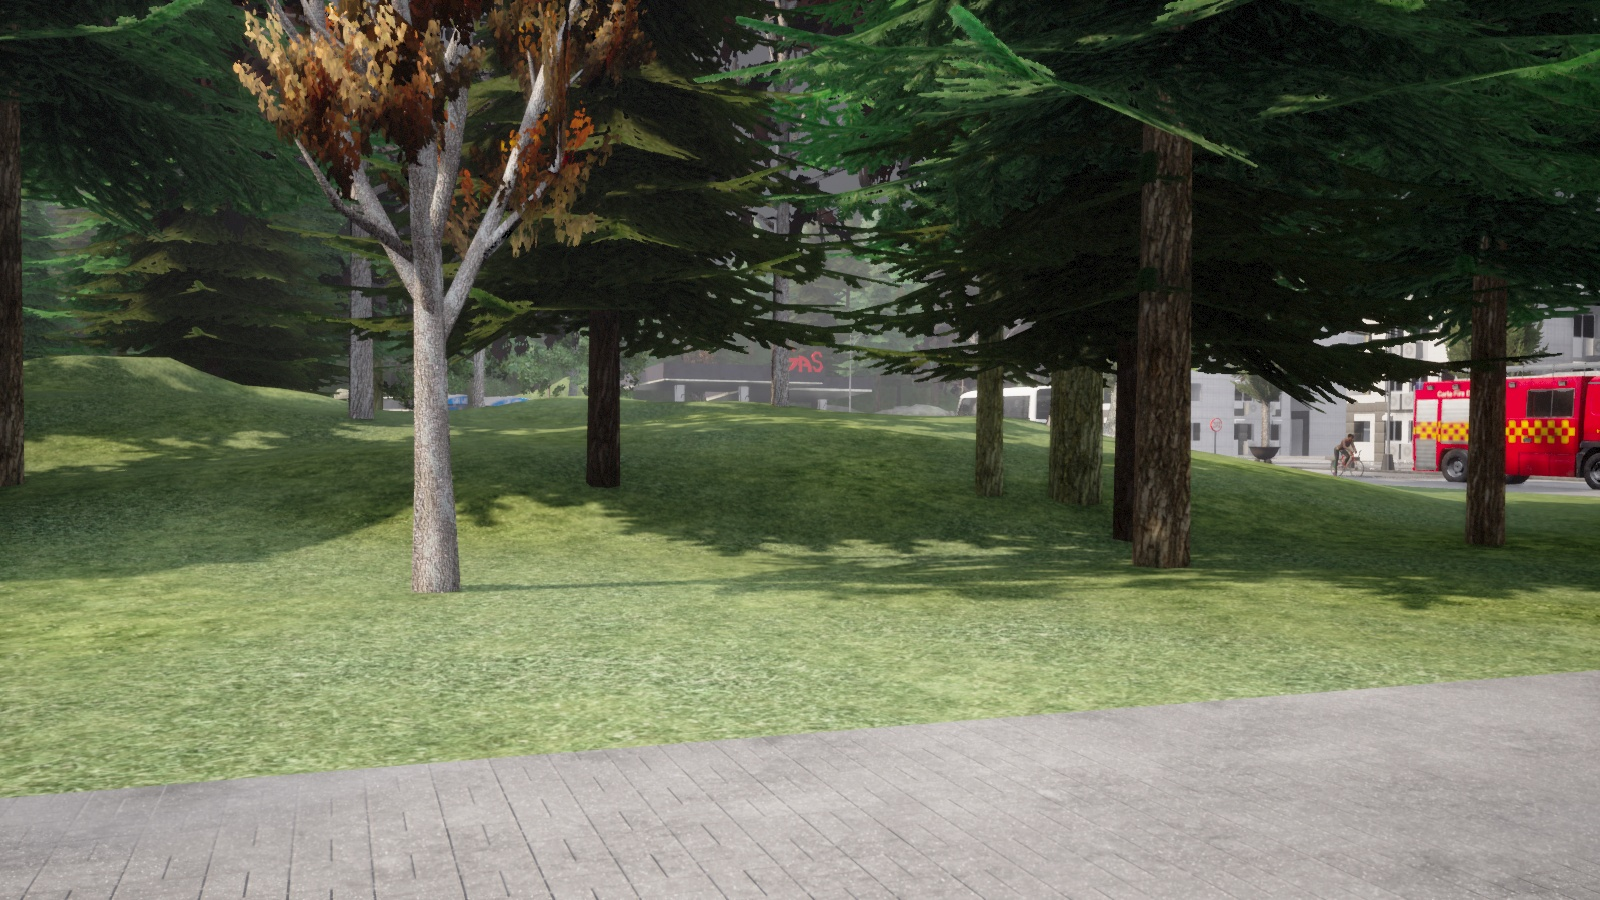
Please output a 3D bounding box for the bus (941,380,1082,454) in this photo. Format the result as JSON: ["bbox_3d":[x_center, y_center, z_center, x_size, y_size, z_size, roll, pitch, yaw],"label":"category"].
[{"bbox_3d":[12.894,-1.986,77.958,3.944,4.253,10.273,-1,1,-21],"label":"bus"}]

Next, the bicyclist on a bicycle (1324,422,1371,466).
[{"bbox_3d":[20.321,-0.227,46.636,0.582,1.620,1.656,-1,1,-20],"label":"bicyclist on a bicycle"}]

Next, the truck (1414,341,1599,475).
[{"bbox_3d":[23.339,-1.245,38.456,2.891,3.827,8.468,-1,1,-20],"label":"truck"}]
